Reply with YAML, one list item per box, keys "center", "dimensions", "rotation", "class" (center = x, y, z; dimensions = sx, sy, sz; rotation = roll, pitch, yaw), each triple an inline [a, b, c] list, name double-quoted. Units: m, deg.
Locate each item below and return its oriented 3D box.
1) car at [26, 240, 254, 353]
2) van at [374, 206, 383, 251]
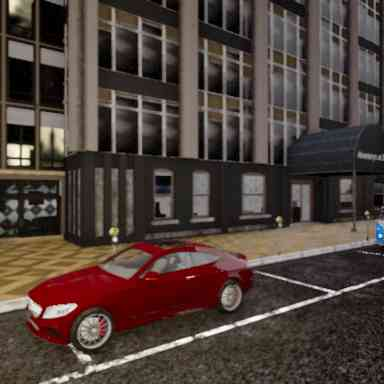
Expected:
- center: [-0.682, 1.582, 6.073]
  dimensions: [4.206, 1.307, 1.802]
  rotation: [0, 0, -35]
  class: "car"
- center: [8.586, 1.339, 12.683]
  dimensions: [3.998, 1.788, 1.690]
  rotation: [0, 0, -35]
  class: "van"
